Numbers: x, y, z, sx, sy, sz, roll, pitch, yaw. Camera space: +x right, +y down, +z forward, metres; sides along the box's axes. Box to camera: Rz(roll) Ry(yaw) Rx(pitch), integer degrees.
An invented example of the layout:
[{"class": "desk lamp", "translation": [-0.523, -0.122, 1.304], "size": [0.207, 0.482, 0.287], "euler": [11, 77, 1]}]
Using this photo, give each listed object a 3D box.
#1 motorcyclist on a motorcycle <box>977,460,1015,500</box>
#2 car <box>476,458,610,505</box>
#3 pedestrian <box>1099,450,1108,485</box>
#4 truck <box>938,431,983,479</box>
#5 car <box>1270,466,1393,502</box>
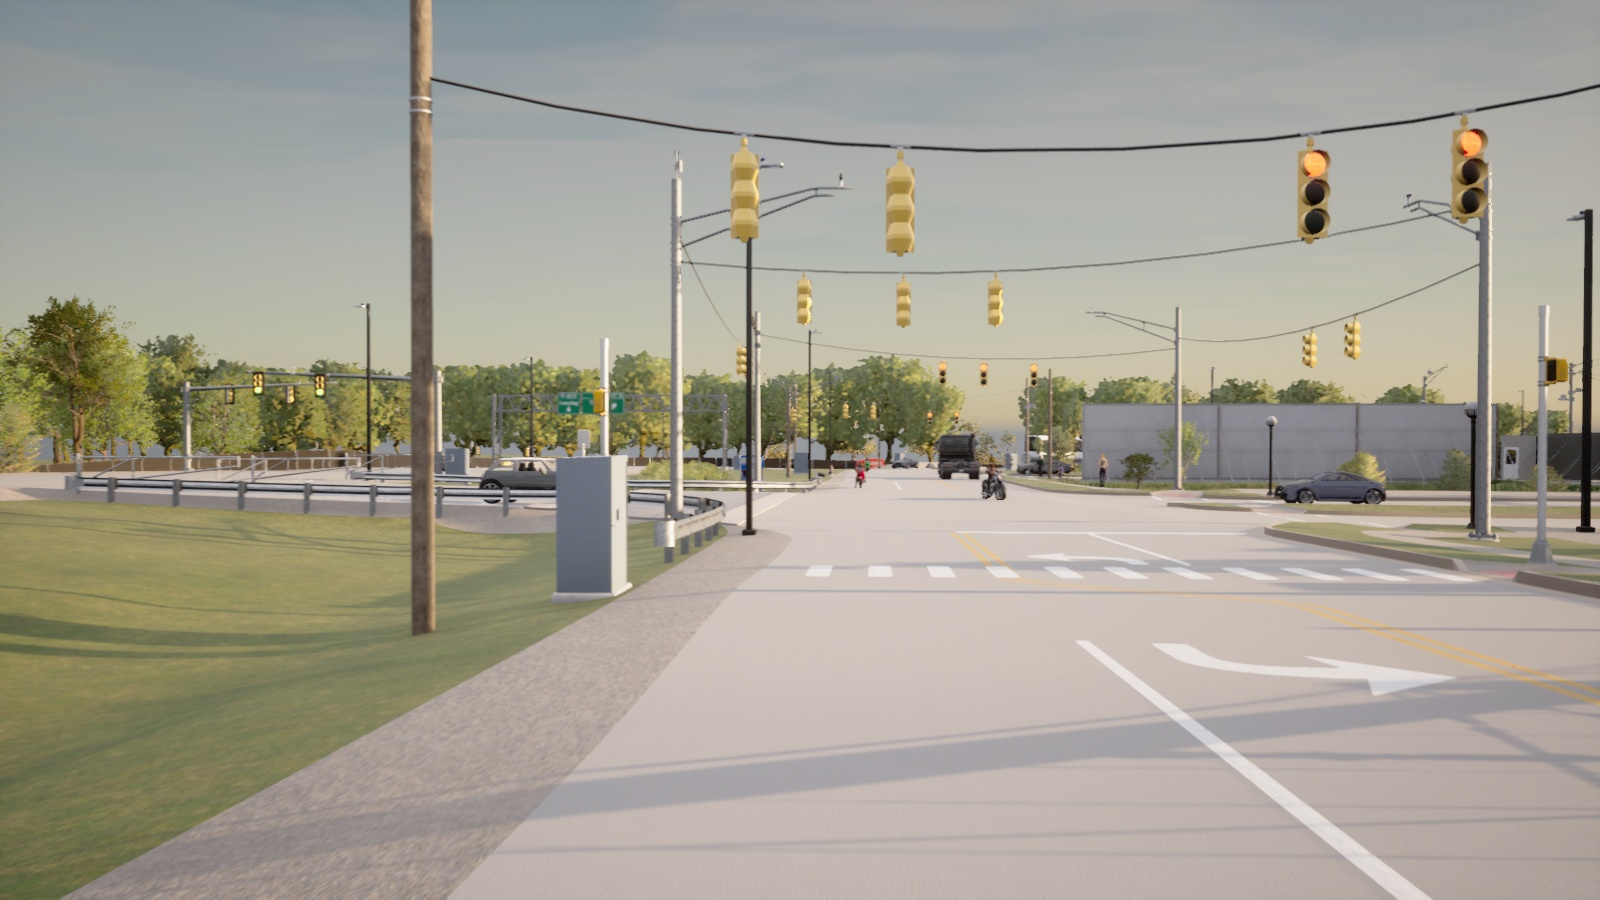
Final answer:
[{"class": "motorcyclist on a motorcycle", "translation": [8.171, 1.231, 52.468], "size": [0.766, 1.649, 2.350], "euler": [0, 0, -13]}, {"class": "car", "translation": [-8.280, 1.015, 40.581], "size": [3.806, 1.475, 1.970], "euler": [0, -1, 8]}, {"class": "pedestrian", "translation": [16.143, 0.926, 66.722], "size": [0.345, 1.836, 0.594], "euler": [0, 1, 4]}, {"class": "truck", "translation": [12.039, 0.351, 94.729], "size": [2.891, 3.462, 7.936], "euler": [0, 0, 4]}, {"class": "car", "translation": [21.574, 1.377, 51.077], "size": [4.181, 1.385, 1.994], "euler": [0, 0, 3]}]
